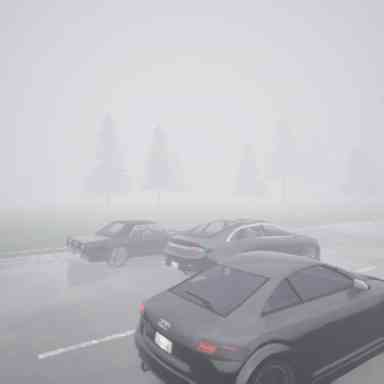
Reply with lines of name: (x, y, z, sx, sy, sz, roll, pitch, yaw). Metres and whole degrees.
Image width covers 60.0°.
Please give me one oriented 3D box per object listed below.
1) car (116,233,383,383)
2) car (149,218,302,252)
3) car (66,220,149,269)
car: (1.328, 1.560, 4.696, 4.181, 1.385, 1.994, 0, 0, -36)
car: (1.570, 1.485, 9.171, 4.902, 1.511, 2.128, 0, 0, -36)
car: (-1.579, 1.595, 11.222, 4.718, 1.301, 1.895, 0, 0, -36)
